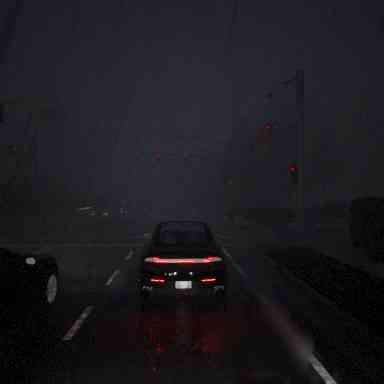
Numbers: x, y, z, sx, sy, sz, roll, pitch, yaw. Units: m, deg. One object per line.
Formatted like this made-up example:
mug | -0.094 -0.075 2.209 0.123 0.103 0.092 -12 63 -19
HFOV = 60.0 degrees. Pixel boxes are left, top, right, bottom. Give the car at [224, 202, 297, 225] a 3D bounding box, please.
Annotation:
car | 4.762 1.491 23.806 4.902 1.511 2.128 0 0 10

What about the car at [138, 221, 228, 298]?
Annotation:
car | -0.245 1.492 8.539 2.128 1.511 4.902 0 0 -2

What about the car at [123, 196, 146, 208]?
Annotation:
car | -7.975 1.601 46.504 1.895 1.301 4.718 0 0 -1

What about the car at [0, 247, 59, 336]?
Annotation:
car | -3.612 1.478 4.875 1.882 1.535 5.008 0 0 -2

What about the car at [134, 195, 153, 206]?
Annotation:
car | -8.125 1.564 55.935 1.994 1.385 4.181 0 0 -1

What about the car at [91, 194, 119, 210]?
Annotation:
car | -11.433 1.221 43.442 2.150 2.045 5.566 0 0 -2

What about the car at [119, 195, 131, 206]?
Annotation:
car | -11.585 1.505 53.269 1.837 1.490 4.892 0 0 -1

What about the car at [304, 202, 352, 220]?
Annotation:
car | 11.396 1.547 27.232 5.357 1.411 2.033 0 0 0

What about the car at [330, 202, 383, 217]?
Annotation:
car | 15.468 1.601 30.696 4.718 1.301 1.895 0 0 0

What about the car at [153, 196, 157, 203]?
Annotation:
car | -8.269 1.524 69.362 1.812 1.442 4.674 0 0 -1
